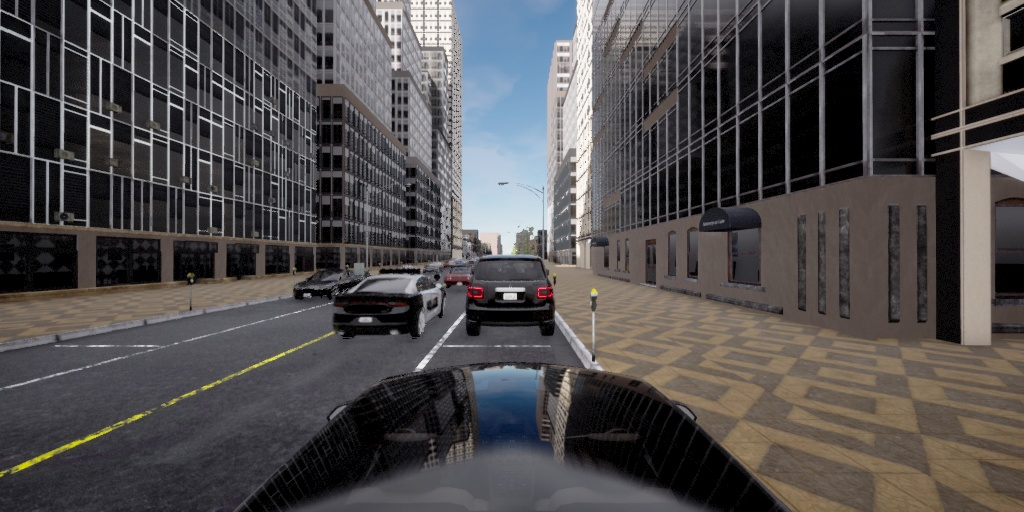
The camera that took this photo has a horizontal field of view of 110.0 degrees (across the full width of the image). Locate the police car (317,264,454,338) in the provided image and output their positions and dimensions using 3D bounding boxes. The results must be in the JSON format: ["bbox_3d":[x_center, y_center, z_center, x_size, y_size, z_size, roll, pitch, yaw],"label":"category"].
[{"bbox_3d":[-3.147,1.174,10.290,1.930,1.638,5.238,0,0,0],"label":"police car"}]

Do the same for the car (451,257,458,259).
[{"bbox_3d":[-8.836,1.273,51.803,1.888,1.381,4.507,0,0,0],"label":"car"}]

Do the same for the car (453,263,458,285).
[{"bbox_3d":[-3.083,1.346,23.509,1.895,1.301,4.718,0,0,0],"label":"car"}]

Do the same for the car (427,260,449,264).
[{"bbox_3d":[-8.836,1.286,40.419,2.007,1.370,4.403,0,0,0],"label":"car"}]

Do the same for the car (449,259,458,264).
[{"bbox_3d":[-6.210,1.335,43.728,1.895,1.301,4.718,0,0,0],"label":"car"}]

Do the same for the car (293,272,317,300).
[{"bbox_3d":[-8.836,1.313,17.650,1.948,1.339,4.313,0,0,0],"label":"car"}]

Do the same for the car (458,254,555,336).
[{"bbox_3d":[-0.039,0.977,10.529,2.150,2.045,5.566,0,0,0],"label":"car"}]

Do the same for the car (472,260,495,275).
[{"bbox_3d":[-3.073,1.229,39.943,2.128,1.511,4.902,0,0,0],"label":"car"}]
